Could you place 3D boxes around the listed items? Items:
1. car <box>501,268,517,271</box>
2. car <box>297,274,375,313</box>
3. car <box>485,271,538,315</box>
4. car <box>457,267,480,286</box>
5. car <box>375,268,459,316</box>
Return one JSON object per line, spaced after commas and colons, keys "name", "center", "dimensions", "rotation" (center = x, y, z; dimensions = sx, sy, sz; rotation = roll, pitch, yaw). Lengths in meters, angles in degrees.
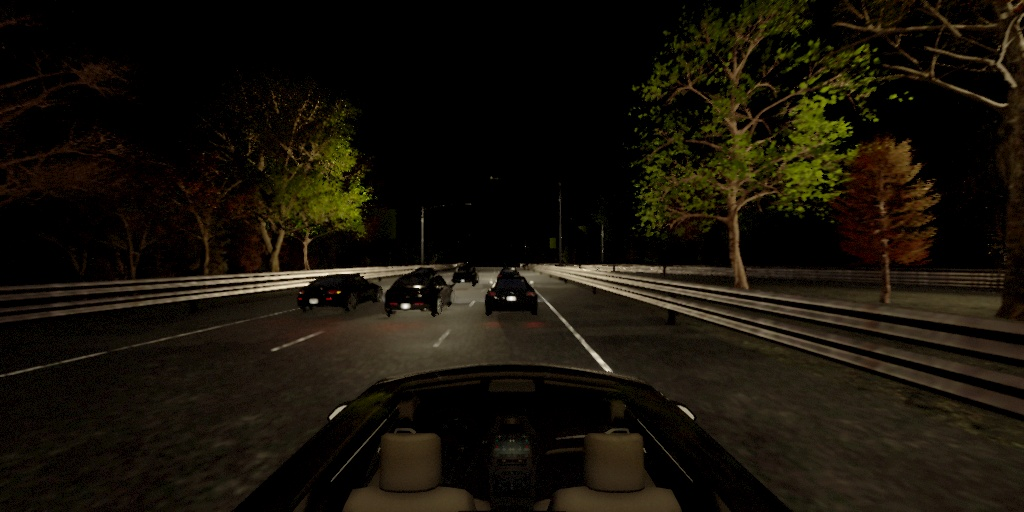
{"name": "car", "center": [-0.238, 1.699, 29.630], "dimensions": [1.994, 1.385, 4.181], "rotation": [0, -1, -1]}
{"name": "car", "center": [-7.024, 1.457, 15.008], "dimensions": [1.812, 1.442, 4.674], "rotation": [0, -1, 0]}
{"name": "car", "center": [-0.024, 1.488, 14.582], "dimensions": [1.994, 1.385, 4.181], "rotation": [0, -1, 0]}
{"name": "car", "center": [-3.736, 1.638, 29.335], "dimensions": [1.837, 1.490, 4.892], "rotation": [0, 0, -1]}
{"name": "car", "center": [-3.523, 1.427, 14.290], "dimensions": [1.837, 1.490, 4.892], "rotation": [0, 0, 0]}
